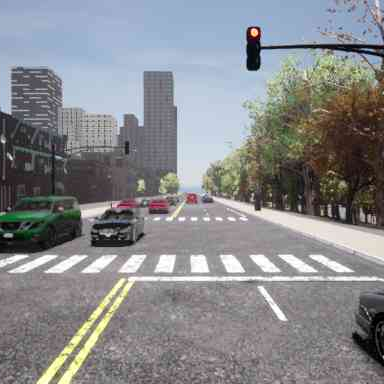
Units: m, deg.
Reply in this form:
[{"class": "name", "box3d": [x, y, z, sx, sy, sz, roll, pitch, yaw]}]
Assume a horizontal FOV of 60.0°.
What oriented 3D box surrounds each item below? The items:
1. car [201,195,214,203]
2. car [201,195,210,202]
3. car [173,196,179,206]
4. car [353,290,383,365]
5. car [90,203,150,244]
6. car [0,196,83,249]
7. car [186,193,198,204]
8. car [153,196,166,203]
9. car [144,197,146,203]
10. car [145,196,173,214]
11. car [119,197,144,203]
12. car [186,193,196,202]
[{"class": "car", "box3d": [3.233, 1.539, 65.852, 1.994, 1.385, 4.181, 0, 0, 0]}, {"class": "car", "box3d": [3.114, 1.447, 75.880, 1.882, 1.535, 5.008, 0, 0, 0]}, {"class": "car", "box3d": [-3.439, 1.487, 52.975, 1.837, 1.490, 4.892, 0, 0, 0]}, {"class": "car", "box3d": [3.345, 1.547, 2.535, 2.033, 1.411, 5.357, 0, 0, 0]}, {"class": "car", "box3d": [-3.379, 1.501, 15.811, 1.837, 1.490, 4.892, 0, 0, 0]}, {"class": "car", "box3d": [-6.628, 1.219, 14.777, 2.150, 2.045, 5.566, 0, 0, 0]}, {"class": "car", "box3d": [-0.020, 1.197, 65.156, 2.150, 2.045, 5.566, 0, 0, 0]}, {"class": "car", "box3d": [-6.628, 1.521, 68.653, 2.033, 1.411, 5.357, 0, 0, 0]}, {"class": "car", "box3d": [-6.687, 1.473, 49.970, 2.128, 1.511, 4.902, 0, 0, 0]}, {"class": "car", "box3d": [-3.413, 1.467, 35.193, 1.882, 1.535, 5.008, 0, 0, 0]}, {"class": "car", "box3d": [-6.666, 1.467, 35.585, 1.882, 1.535, 5.008, 0, 0, 0]}, {"class": "car", "box3d": [-0.136, 1.195, 75.692, 2.150, 2.045, 5.566, 0, 0, 0]}]
